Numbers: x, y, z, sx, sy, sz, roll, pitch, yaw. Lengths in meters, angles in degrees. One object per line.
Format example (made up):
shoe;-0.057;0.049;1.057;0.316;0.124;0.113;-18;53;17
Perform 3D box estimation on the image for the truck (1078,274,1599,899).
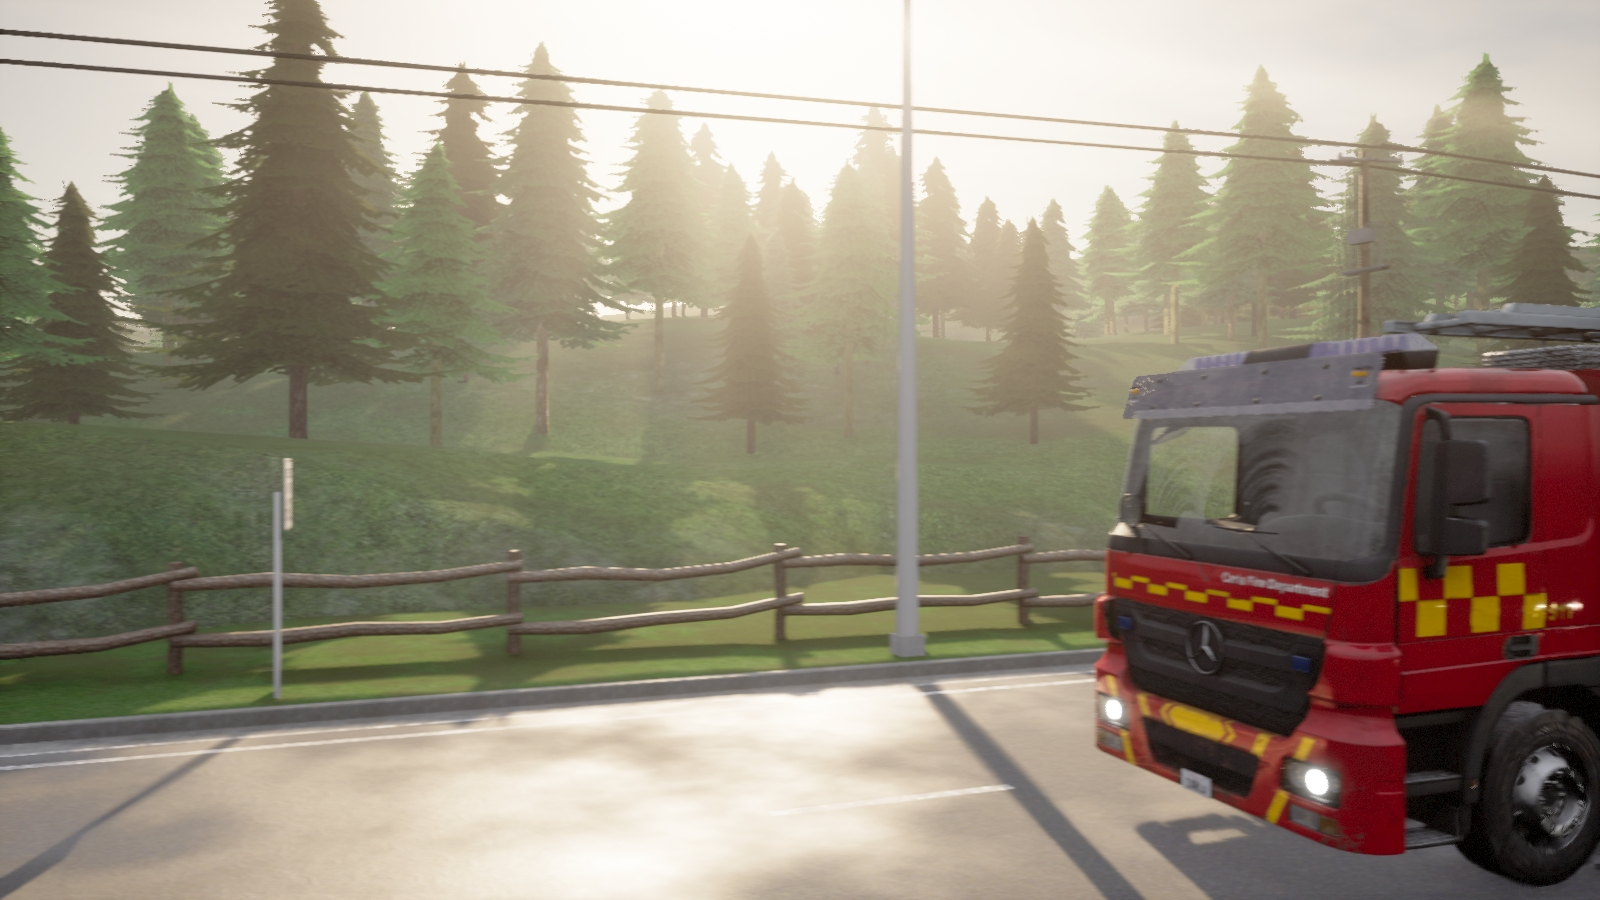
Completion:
truck;6.760;0.885;9.468;8.468;3.827;2.891;0;0;-20
